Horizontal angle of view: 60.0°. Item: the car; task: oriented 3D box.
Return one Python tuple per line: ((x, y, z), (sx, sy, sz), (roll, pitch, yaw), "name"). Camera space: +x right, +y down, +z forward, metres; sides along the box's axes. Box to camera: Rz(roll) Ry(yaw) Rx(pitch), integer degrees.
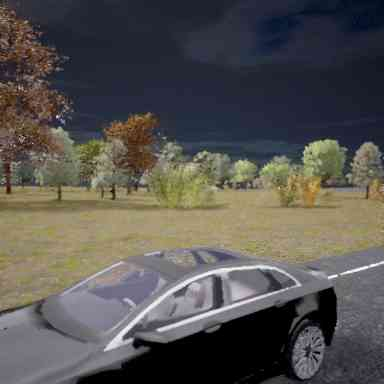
((-0.283, 1.487, 3.823), (4.902, 1.511, 2.128), (0, 0, -36), "car")
